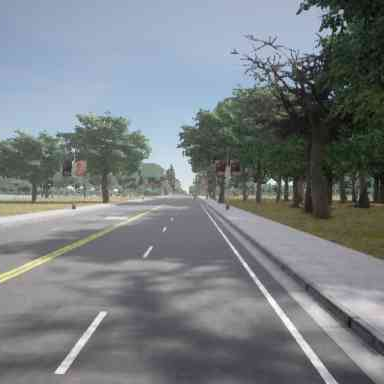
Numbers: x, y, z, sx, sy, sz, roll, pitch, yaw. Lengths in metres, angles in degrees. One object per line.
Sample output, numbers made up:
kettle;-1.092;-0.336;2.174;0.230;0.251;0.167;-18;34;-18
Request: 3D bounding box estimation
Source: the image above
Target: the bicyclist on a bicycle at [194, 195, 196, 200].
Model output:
bicyclist on a bicycle;0.907;1.532;90.061;0.582;1.620;1.656;1;0;0
